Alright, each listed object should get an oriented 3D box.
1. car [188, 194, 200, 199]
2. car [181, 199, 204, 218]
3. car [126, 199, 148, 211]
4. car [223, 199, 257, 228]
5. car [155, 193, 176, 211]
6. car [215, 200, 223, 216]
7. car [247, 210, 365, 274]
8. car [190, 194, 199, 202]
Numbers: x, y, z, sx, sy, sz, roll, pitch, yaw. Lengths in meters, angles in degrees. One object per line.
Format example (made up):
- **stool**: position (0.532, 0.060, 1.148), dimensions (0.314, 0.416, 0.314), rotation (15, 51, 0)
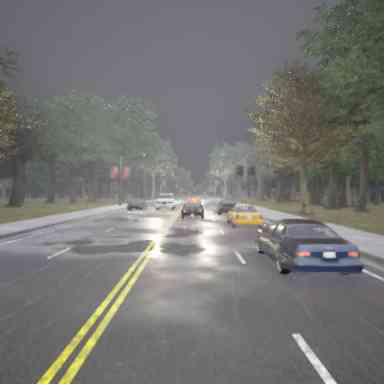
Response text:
- **car**: position (0.404, 1.310, 55.770), dimensions (2.097, 1.767, 4.553), rotation (0, 0, 1)
- **car**: position (0.070, 1.570, 29.244), dimensions (1.895, 1.301, 4.718), rotation (0, 0, 1)
- **car**: position (-6.427, 1.510, 39.624), dimensions (2.033, 1.411, 5.357), rotation (0, 0, 1)
- **car**: position (3.302, 1.432, 21.587), dimensions (1.801, 1.575, 5.366), rotation (0, 0, 0)
- **car**: position (-3.166, 1.184, 40.928), dimensions (2.150, 2.045, 5.566), rotation (0, 0, 1)
- **car**: position (3.361, 1.472, 32.388), dimensions (1.837, 1.490, 4.892), rotation (0, 0, 0)
- **car**: position (3.264, 1.534, 10.407), dimensions (2.033, 1.411, 5.357), rotation (0, 0, 0)
- **car**: position (0.550, 1.327, 74.246), dimensions (2.097, 1.767, 4.553), rotation (0, 0, 1)
